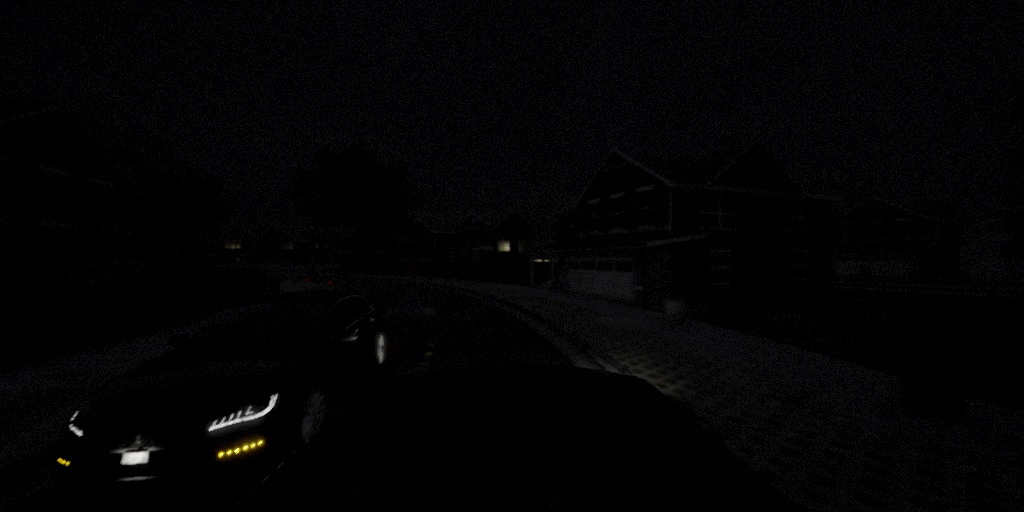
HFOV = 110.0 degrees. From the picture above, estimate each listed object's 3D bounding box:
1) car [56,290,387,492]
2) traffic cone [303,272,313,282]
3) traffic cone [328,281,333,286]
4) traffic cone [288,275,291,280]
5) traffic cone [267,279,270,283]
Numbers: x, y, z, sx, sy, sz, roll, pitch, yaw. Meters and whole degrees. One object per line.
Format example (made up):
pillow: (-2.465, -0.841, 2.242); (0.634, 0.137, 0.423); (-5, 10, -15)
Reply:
car: (-3.157, 1.318, 5.163); (1.837, 1.490, 4.892); (0, 0, -6)
traffic cone: (-18.247, 1.941, 32.132); (0.340, 0.580, 0.340); (0, 0, -38)
traffic cone: (-14.379, 1.879, 28.381); (0.340, 0.580, 0.340); (0, 0, -36)
traffic cone: (-21.774, 2.161, 35.108); (0.340, 0.580, 0.340); (0, 0, 34)
traffic cone: (-25.825, 2.217, 37.512); (0.340, 0.580, 0.340); (0, 0, 27)
